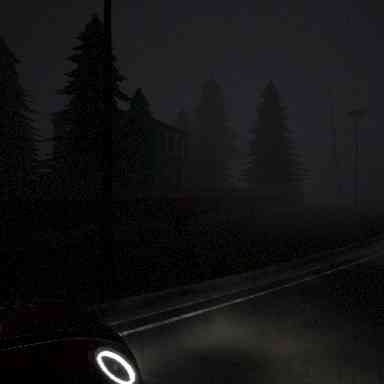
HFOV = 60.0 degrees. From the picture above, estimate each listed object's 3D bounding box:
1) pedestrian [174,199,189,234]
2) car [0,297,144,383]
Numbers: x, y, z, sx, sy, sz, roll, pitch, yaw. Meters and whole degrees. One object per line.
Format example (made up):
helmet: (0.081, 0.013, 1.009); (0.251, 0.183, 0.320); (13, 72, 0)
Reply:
pedestrian: (-0.553, 1.141, 16.614); (0.375, 1.860, 0.375); (0, 0, -43)
car: (-2.562, 1.352, 2.128); (4.553, 1.767, 2.097); (0, 0, -35)
